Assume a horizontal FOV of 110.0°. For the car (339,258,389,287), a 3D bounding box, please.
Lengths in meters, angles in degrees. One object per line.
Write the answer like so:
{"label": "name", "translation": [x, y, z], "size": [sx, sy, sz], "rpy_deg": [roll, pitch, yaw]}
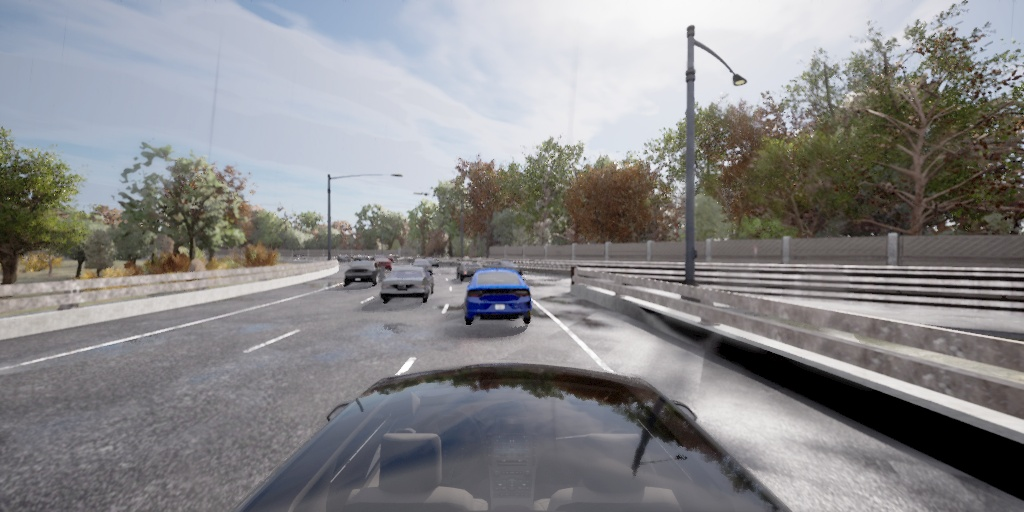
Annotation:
{"label": "car", "translation": [-9.420, 1.093, 23.118], "size": [1.837, 1.490, 4.892], "rpy_deg": [0, 0, -12]}

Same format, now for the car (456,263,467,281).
{"label": "car", "translation": [-3.136, 1.157, 26.908], "size": [1.895, 1.301, 4.718], "rpy_deg": [0, 0, -13]}

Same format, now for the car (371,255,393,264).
{"label": "car", "translation": [-14.690, 0.935, 40.360], "size": [1.882, 1.535, 5.008], "rpy_deg": [0, 0, -21]}

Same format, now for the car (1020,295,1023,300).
{"label": "car", "translation": [17.851, 1.258, 10.056], "size": [4.181, 1.385, 1.994], "rpy_deg": [1, 1, 42]}

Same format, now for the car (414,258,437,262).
{"label": "car", "translation": [-8.450, 1.057, 33.308], "size": [2.033, 1.411, 5.357], "rpy_deg": [0, 0, -17]}

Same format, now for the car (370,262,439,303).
{"label": "car", "translation": [-4.535, 1.189, 16.026], "size": [2.033, 1.411, 5.357], "rpy_deg": [0, 0, -9]}

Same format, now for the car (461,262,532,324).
{"label": "car", "translation": [-0.530, 1.150, 11.750], "size": [1.882, 1.535, 5.008], "rpy_deg": [0, 1, -5]}
